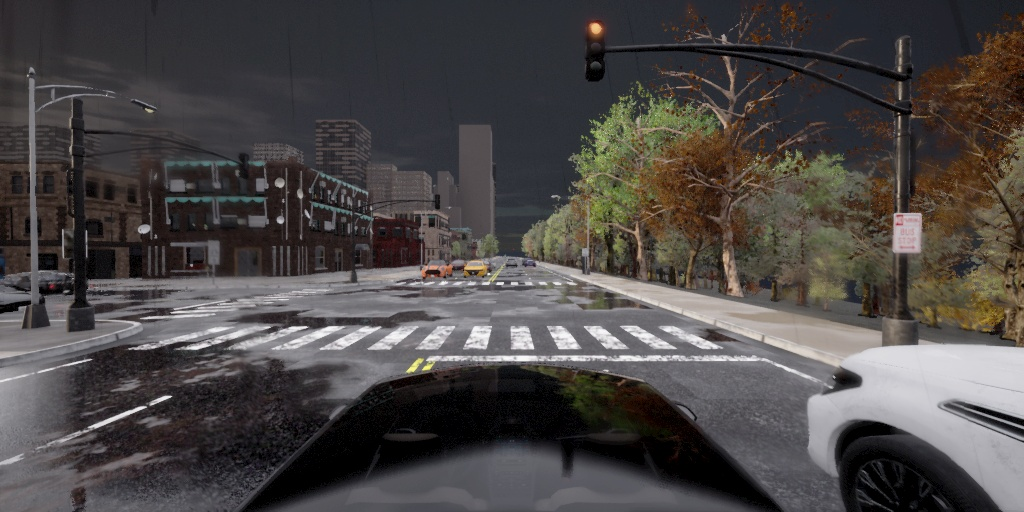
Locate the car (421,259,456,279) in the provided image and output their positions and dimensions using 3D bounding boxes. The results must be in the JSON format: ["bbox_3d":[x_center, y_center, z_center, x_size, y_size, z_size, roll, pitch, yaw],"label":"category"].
[{"bbox_3d":[-6.665,1.093,32.295,2.097,1.767,4.553,0,0,0],"label":"car"}]

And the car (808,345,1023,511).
[{"bbox_3d":[3.356,0.972,0.343,2.150,2.045,5.566,0,0,0],"label":"car"}]

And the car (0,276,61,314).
[{"bbox_3d":[-19.970,1.564,13.099,4.313,1.339,1.948,0,0,0],"label":"car"}]

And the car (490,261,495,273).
[{"bbox_3d":[-3.440,1.261,43.984,1.812,1.442,4.674,0,0,0],"label":"car"}]

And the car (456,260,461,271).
[{"bbox_3d":[-6.690,1.213,45.301,1.882,1.535,5.008,0,0,0],"label":"car"}]

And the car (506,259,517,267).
[{"bbox_3d":[-0.039,1.290,64.077,1.994,1.385,4.181,0,0,0],"label":"car"}]

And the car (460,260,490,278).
[{"bbox_3d":[-3.418,1.217,34.092,1.882,1.535,5.008,0,0,0],"label":"car"}]

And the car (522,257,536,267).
[{"bbox_3d":[3.219,1.252,64.046,1.812,1.442,4.674,0,0,0],"label":"car"}]

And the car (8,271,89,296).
[{"bbox_3d":[-25.701,1.607,18.931,4.718,1.301,1.895,-1,1,1],"label":"car"}]
